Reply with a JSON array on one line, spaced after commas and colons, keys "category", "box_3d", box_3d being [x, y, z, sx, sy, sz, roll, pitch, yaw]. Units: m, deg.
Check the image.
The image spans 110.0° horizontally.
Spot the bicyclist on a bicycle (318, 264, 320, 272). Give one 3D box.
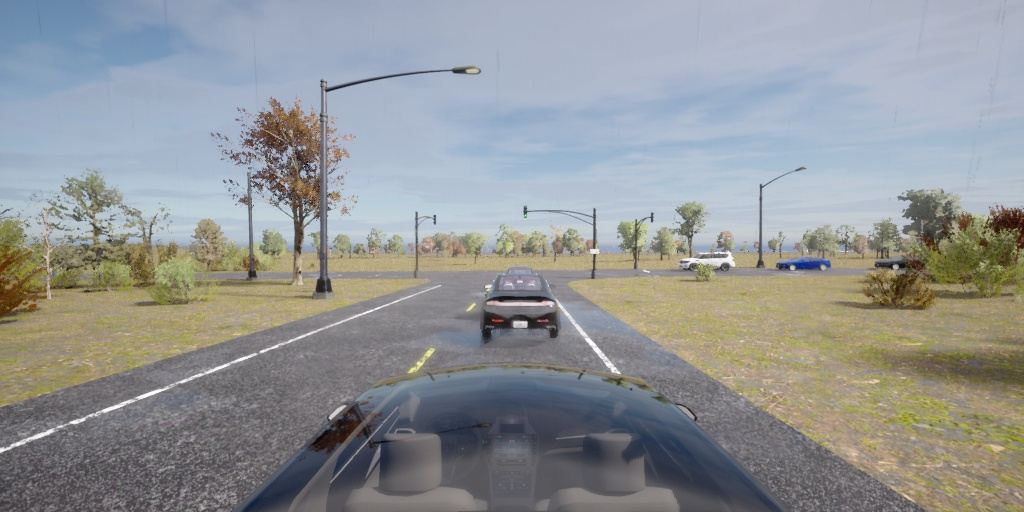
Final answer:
[{"category": "bicyclist on a bicycle", "box_3d": [-25.343, 1.326, 47.868, 0.582, 1.620, 1.656, -1, 0, 5]}]

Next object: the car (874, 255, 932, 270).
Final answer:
[{"category": "car", "box_3d": [41.568, 0.671, 38.012, 5.008, 1.535, 1.882, -1, 1, 5]}]

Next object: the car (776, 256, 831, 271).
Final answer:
[{"category": "car", "box_3d": [31.545, 0.776, 38.908, 5.008, 1.535, 1.882, -1, 1, 5]}]

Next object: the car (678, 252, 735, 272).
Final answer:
[{"category": "car", "box_3d": [21.548, 0.629, 39.791, 5.566, 2.045, 2.150, -1, 1, 5]}]

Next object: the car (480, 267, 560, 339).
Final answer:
[{"category": "car", "box_3d": [0.221, 1.235, 10.032, 2.128, 1.511, 4.902, 0, 0, 1]}]
